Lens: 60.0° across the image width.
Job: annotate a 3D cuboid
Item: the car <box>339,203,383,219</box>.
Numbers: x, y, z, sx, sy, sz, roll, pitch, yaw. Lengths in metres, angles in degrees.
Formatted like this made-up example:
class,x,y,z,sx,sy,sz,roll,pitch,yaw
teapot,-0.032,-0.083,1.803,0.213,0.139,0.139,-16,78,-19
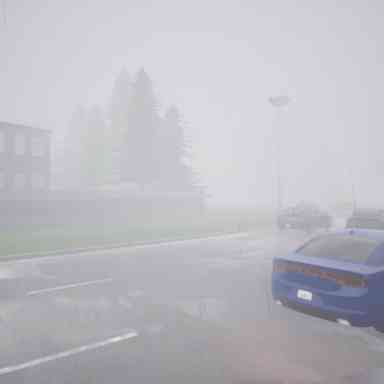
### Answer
class,x,y,z,sx,sy,sz,roll,pitch,yaw
car,9.570,1.558,17.503,1.837,1.490,4.892,1,0,40

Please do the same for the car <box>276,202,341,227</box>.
class,x,y,z,sx,sy,sz,roll,pitch,yaw
car,6.699,1.573,19.518,2.128,1.511,4.902,0,0,41

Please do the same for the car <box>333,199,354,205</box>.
class,x,y,z,sx,sy,sz,roll,pitch,yaw
car,17.953,1.616,39.904,1.882,1.535,5.008,0,0,2

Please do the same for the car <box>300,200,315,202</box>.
class,x,y,z,sx,sy,sz,roll,pitch,yaw
car,14.495,1.694,41.934,1.812,1.442,4.674,0,0,-1

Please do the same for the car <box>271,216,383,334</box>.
class,x,y,z,sx,sy,sz,roll,pitch,yaw
car,3.710,1.501,6.901,5.008,1.535,1.882,0,0,-40
